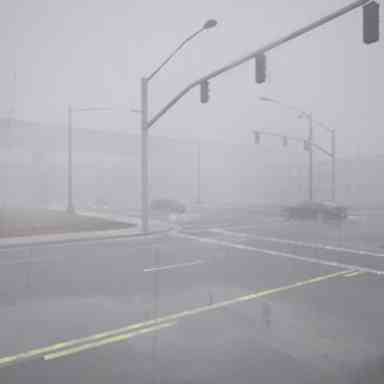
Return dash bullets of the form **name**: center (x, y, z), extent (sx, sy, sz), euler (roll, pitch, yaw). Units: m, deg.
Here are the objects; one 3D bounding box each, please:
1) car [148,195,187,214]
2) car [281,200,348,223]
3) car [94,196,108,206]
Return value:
- **car**: center (-2.426, 1.387, 33.666), extent (1.837, 1.490, 4.892), euler (0, 0, -36)
- **car**: center (8.742, 1.356, 24.238), extent (1.882, 1.535, 5.008), euler (0, 0, -31)
- **car**: center (-14.476, 1.334, 52.859), extent (1.882, 1.535, 5.008), euler (-1, 0, -14)
